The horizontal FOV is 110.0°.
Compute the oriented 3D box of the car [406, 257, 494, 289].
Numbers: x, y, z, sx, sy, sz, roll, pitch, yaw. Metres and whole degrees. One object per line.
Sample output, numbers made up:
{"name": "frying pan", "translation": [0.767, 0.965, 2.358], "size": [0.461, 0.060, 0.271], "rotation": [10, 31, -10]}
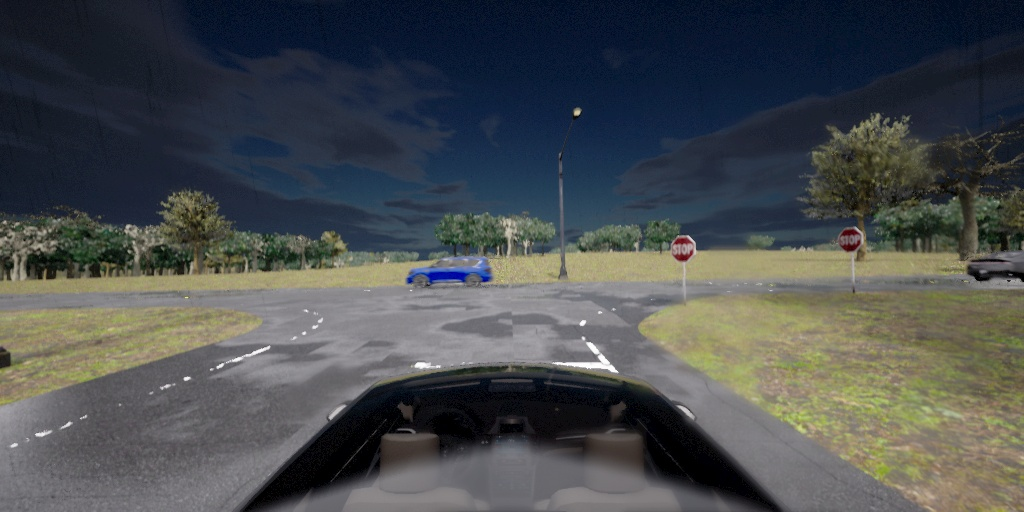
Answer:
{"name": "car", "translation": [-3.960, 1.106, 23.353], "size": [5.566, 2.045, 2.150], "rotation": [0, -1, -1]}

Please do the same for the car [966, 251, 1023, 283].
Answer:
{"name": "car", "translation": [24.521, 0.499, 16.868], "size": [4.902, 1.511, 2.128], "rotation": [-1, -2, -1]}
